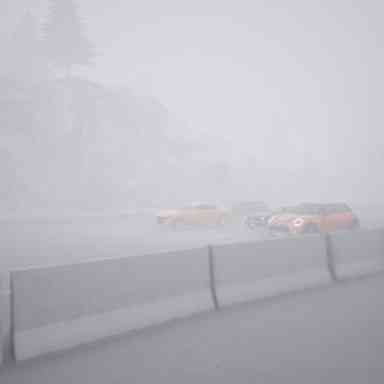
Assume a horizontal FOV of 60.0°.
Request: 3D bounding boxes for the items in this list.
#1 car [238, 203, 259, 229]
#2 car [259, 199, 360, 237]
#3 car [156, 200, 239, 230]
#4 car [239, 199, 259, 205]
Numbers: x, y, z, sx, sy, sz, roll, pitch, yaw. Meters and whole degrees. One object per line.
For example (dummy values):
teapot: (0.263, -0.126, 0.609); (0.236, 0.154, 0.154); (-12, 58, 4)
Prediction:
car: (5.292, 1.490, 19.423); (4.718, 1.301, 1.895); (0, 0, -29)
car: (5.705, 1.258, 15.625); (4.553, 1.767, 2.097); (0, 0, -30)
car: (0.193, 1.375, 20.512); (5.008, 1.535, 1.882); (0, 0, -31)
car: (4.127, 1.363, 26.771); (4.892, 1.490, 1.837); (0, 0, -29)
